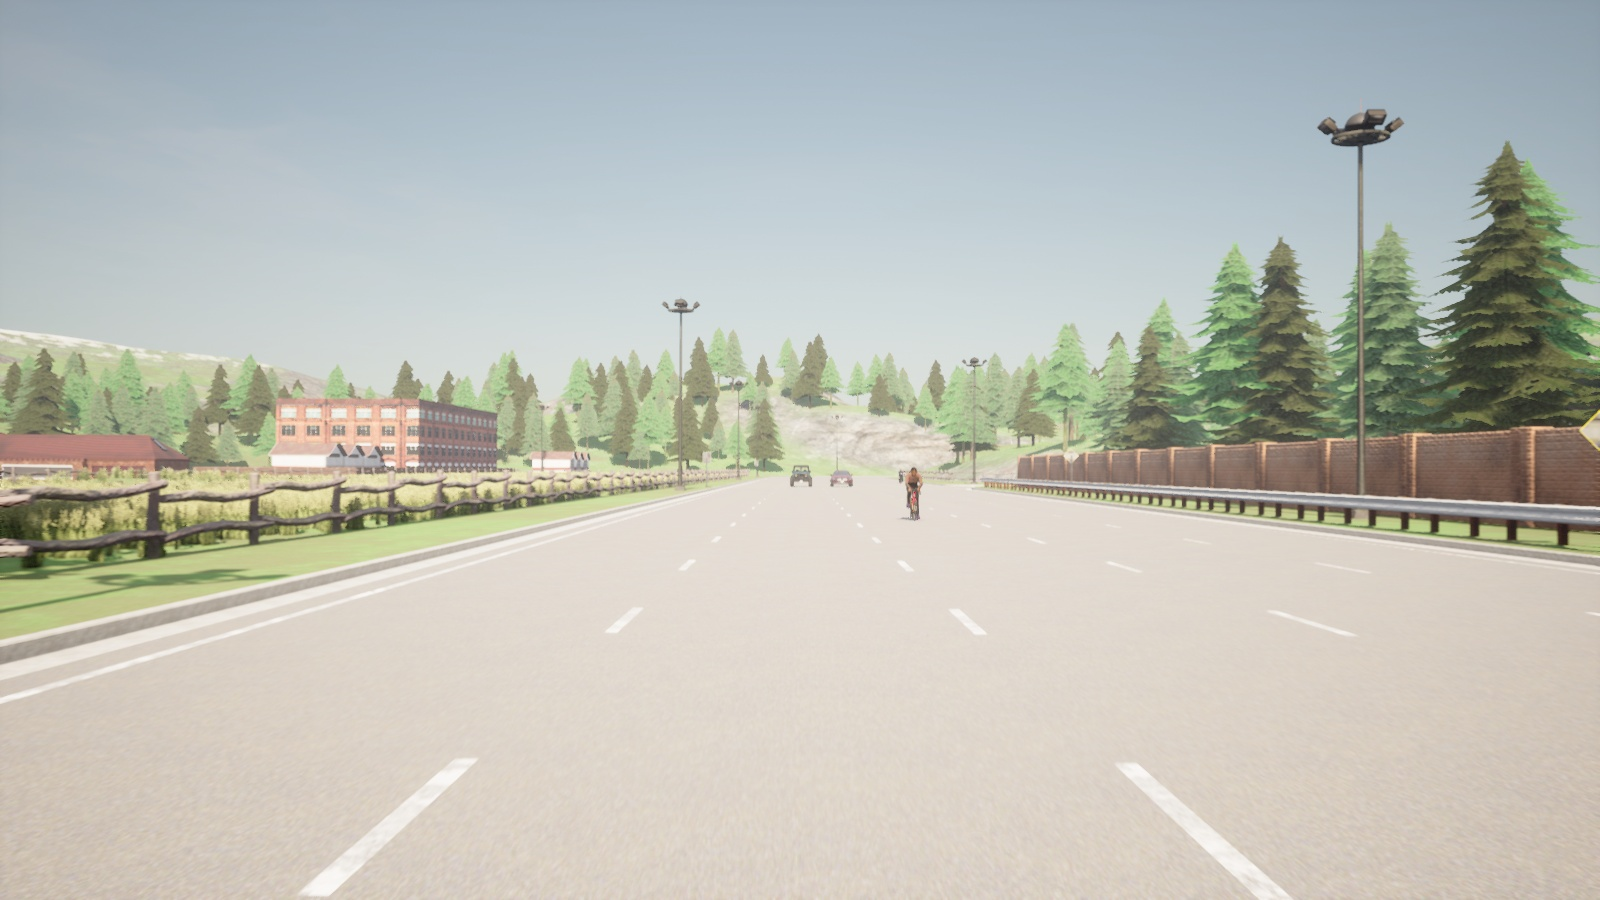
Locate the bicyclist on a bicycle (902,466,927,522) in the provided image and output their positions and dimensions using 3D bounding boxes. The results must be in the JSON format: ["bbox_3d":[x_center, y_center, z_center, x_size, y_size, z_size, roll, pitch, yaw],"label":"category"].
[{"bbox_3d":[3.411,1.291,37.623,0.582,1.620,1.656,0,0,0],"label":"bicyclist on a bicycle"}]
